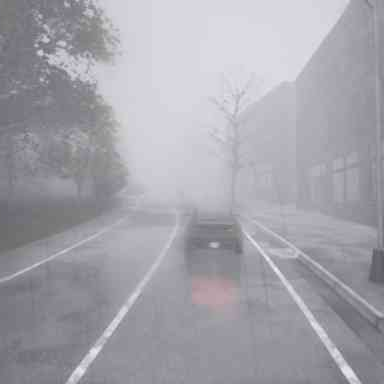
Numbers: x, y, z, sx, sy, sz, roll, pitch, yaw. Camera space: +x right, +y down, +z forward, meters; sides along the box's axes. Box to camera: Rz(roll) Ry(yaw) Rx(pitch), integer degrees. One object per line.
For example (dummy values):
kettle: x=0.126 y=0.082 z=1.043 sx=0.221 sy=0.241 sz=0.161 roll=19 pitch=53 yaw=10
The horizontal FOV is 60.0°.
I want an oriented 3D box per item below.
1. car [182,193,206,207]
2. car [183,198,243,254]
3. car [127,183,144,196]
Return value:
car: x=0.242 y=0.796 z=27.965 sx=1.812 sy=1.442 sz=4.674 roll=1 pitch=2 yaw=-6
car: x=0.733 y=1.215 z=12.117 sx=1.837 sy=1.490 sz=4.892 roll=1 pitch=2 yaw=2
car: x=-9.625 y=-0.491 z=56.689 sx=2.150 sy=2.045 sz=5.566 roll=2 pitch=1 yaw=-19
